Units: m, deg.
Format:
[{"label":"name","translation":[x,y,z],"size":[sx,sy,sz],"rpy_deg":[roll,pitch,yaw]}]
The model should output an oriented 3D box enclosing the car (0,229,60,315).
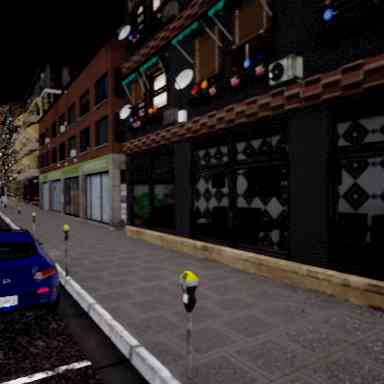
[{"label":"car","translation":[-4.075,1.515,7.049],"size":[1.812,1.442,4.674],"rpy_deg":[-1,0,-32]}]
